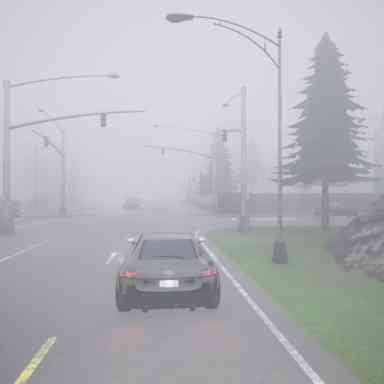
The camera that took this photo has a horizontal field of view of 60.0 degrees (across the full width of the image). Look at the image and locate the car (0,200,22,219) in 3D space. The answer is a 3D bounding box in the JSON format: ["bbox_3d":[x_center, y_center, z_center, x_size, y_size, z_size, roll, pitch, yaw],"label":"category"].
[{"bbox_3d":[-15.975,1.547,25.226,5.357,1.411,2.033,0,0,5],"label":"car"}]

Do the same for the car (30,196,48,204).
[{"bbox_3d":[-26.068,1.384,56.706,1.970,1.475,3.806,0,0,-5],"label":"car"}]

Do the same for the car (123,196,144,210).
[{"bbox_3d":[-7.743,1.353,43.154,2.097,1.767,4.553,0,0,-6],"label":"car"}]

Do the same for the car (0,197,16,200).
[{"bbox_3d":[-21.450,1.339,38.429,2.007,1.523,4.514,0,0,-5],"label":"car"}]

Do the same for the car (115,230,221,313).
[{"bbox_3d":[-0.584,1.564,7.784,1.994,1.385,4.181,0,0,-5],"label":"car"}]

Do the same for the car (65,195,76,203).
[{"bbox_3d":[-23.754,1.374,64.361,1.845,1.501,3.633,0,0,-5],"label":"car"}]

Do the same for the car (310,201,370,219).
[{"bbox_3d":[12.626,1.491,28.457,4.902,1.511,2.128,0,0,-7],"label":"car"}]
